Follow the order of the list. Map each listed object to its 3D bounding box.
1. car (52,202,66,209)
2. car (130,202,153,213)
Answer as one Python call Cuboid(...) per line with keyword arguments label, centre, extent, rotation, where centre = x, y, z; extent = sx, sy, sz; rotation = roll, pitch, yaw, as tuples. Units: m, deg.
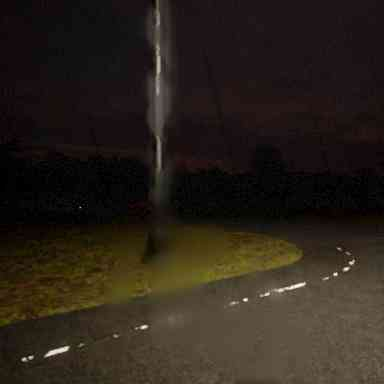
Cuboid(label="car", centre=(-24.849, 2.537, 62.104), extent=(1.895, 1.301, 4.718), rotation=(2, -2, -29))
Cuboid(label="car", centre=(-7.339, 2.202, 48.610), extent=(1.882, 1.535, 5.008), rotation=(2, -2, -36))
